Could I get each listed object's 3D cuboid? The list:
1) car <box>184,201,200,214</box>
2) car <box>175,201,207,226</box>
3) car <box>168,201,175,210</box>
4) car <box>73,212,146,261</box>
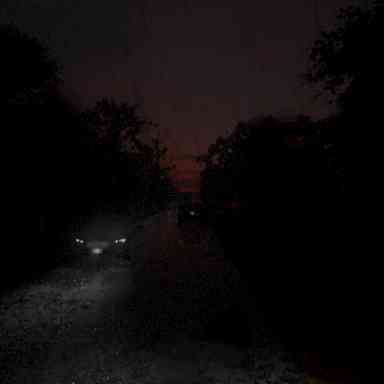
[{"bbox_3d":[0.001,1.964,42.779,1.882,1.535,5.008,0,-2,0],"label":"car"},{"bbox_3d":[0.018,1.529,25.181,2.097,1.767,4.553,0,-1,0],"label":"car"},{"bbox_3d":[-2.883,2.315,55.630,1.812,1.442,4.674,0,-1,1],"label":"car"},{"bbox_3d":[-2.903,1.539,12.569,2.128,1.511,4.902,0,0,0],"label":"car"}]
